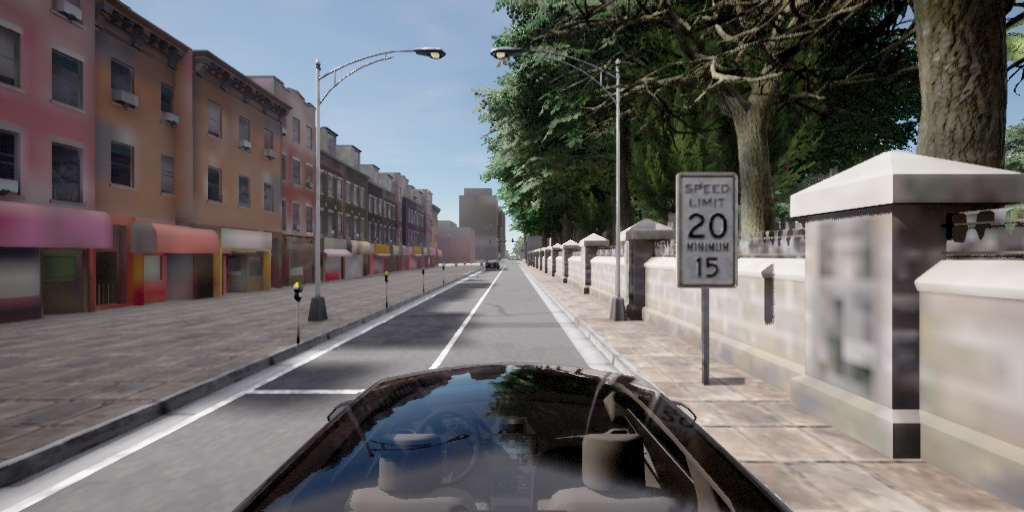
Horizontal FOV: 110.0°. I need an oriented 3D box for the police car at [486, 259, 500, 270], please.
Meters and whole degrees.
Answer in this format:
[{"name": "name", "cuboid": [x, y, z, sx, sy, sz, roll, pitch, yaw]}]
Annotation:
[{"name": "police car", "cuboid": [-2.750, 1.183, 52.099, 1.930, 1.638, 5.238, 0, 0, 0]}]
